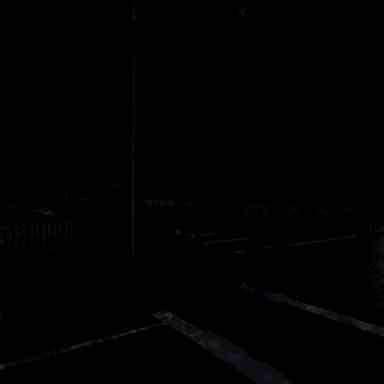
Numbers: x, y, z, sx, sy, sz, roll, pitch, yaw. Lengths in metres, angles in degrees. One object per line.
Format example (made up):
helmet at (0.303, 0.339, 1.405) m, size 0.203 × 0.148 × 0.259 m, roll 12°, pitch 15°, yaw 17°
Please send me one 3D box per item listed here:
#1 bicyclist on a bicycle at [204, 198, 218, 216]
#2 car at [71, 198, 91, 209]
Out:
bicyclist on a bicycle at (1.659, 1.310, 28.977) m, size 1.656 × 1.620 × 0.582 m, roll 0°, pitch 0°, yaw -36°
car at (-15.480, 1.536, 46.332) m, size 1.812 × 1.442 × 4.674 m, roll 0°, pitch 0°, yaw -32°
